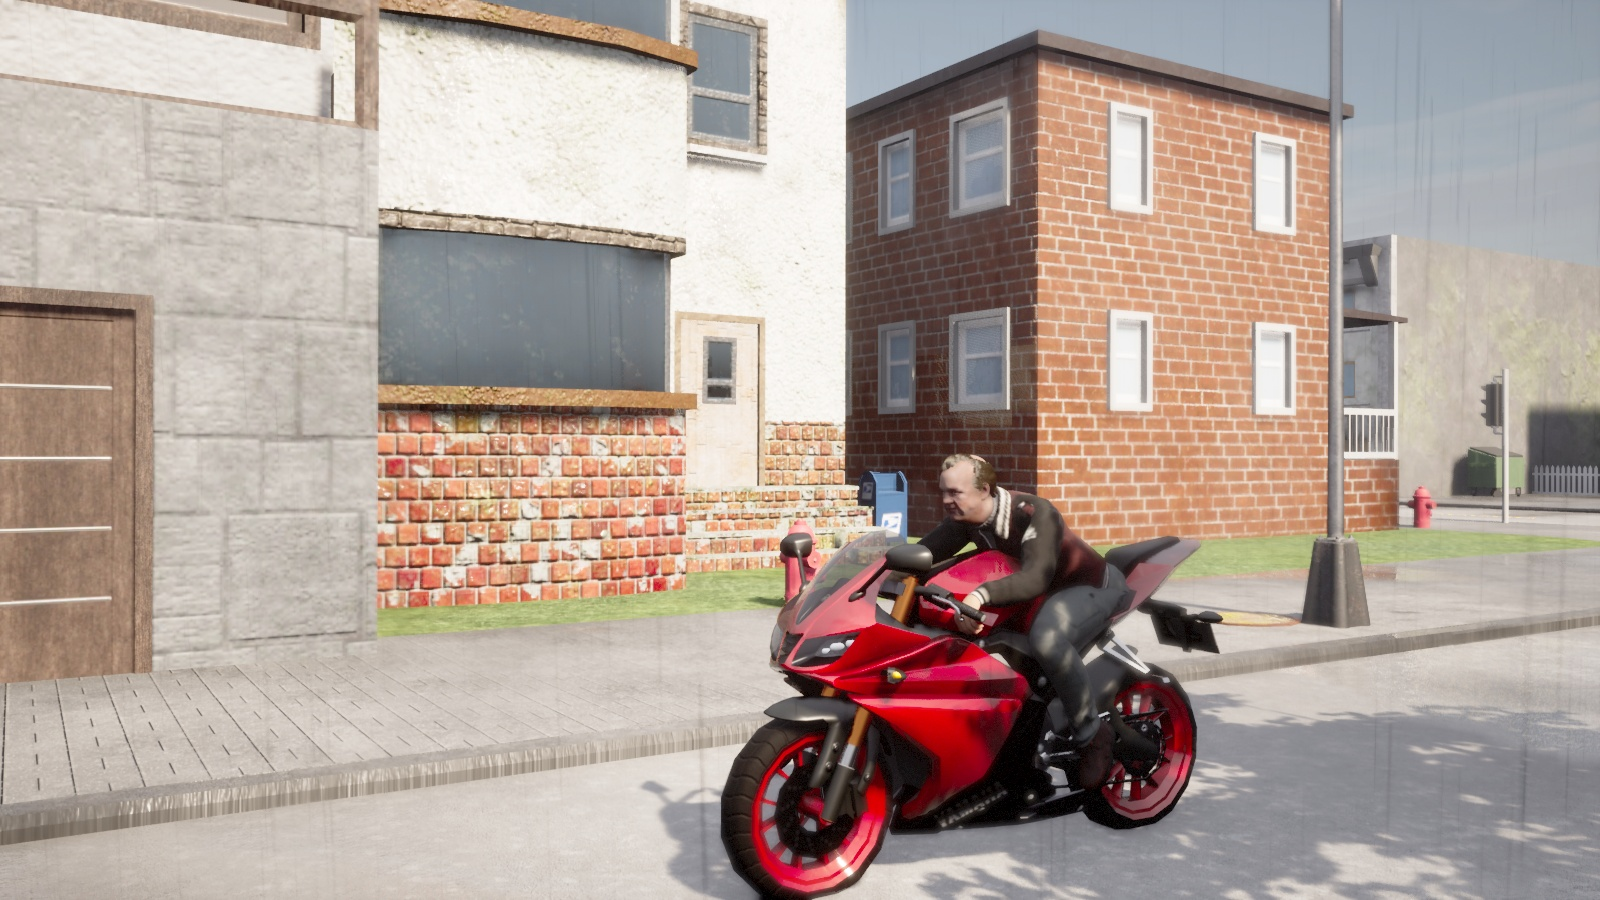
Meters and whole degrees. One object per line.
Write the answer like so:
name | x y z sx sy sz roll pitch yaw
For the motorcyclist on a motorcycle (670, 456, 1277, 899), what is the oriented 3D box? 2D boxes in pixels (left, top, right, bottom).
motorcyclist on a motorcycle | 0.696 0.790 4.678 2.191 1.530 0.866 0 0 -32
